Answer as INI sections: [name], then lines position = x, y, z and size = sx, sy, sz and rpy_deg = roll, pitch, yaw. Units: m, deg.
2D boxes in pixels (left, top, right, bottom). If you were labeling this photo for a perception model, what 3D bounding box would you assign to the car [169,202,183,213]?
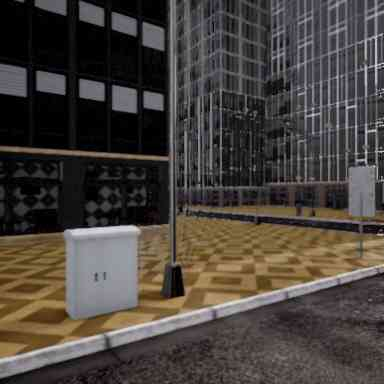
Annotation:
[car]
position = -2.958, 1.807, 39.112
size = 1.895, 1.301, 4.718
rpy_deg = 0, 0, -35
